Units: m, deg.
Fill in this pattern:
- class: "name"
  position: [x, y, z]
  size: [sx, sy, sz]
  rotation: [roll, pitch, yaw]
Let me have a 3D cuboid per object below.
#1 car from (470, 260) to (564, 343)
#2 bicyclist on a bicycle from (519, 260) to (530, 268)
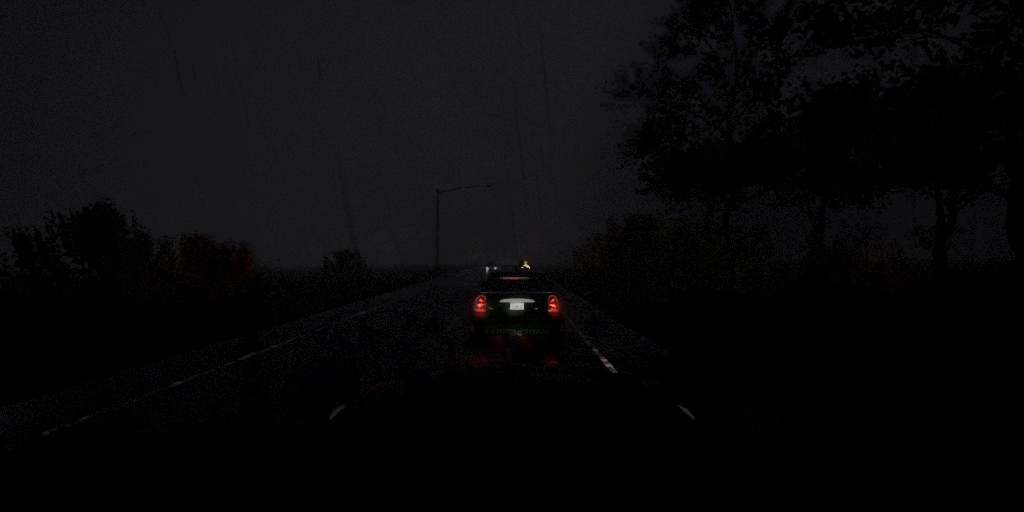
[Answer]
- class: "car"
  position: [0.113, 1.099, 9.818]
  size: [2.097, 1.767, 4.553]
  rotation: [0, 0, 0]
- class: "bicyclist on a bicycle"
  position: [0.975, 1.177, 25.641]
  size: [0.866, 1.612, 1.509]
  rotation: [0, 0, 1]
